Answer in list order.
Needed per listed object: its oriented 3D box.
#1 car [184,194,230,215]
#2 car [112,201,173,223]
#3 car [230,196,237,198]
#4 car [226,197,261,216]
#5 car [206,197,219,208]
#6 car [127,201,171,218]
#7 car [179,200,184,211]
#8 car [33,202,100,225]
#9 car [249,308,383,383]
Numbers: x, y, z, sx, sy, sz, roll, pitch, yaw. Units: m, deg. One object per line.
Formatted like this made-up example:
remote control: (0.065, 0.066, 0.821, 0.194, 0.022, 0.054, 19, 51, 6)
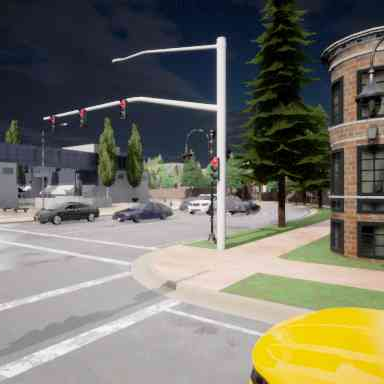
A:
car: (1.675, 1.228, 34.471, 2.150, 2.045, 5.566, 0, 0, 28)
car: (-3.698, 1.554, 25.970, 2.033, 1.411, 5.357, 0, 0, 35)
car: (5.285, 1.359, 43.741, 2.097, 1.767, 4.553, 0, 0, 14)
car: (5.375, 1.552, 33.411, 2.033, 1.411, 5.357, 0, 0, 27)
car: (3.123, 1.534, 50.177, 1.812, 1.442, 4.674, 0, 0, 7)
car: (-4.073, 1.571, 31.802, 1.994, 1.385, 4.181, 0, 0, 31)
car: (0.126, 1.360, 39.453, 2.097, 1.767, 4.553, 0, 0, 21)
car: (-9.081, 1.512, 24.426, 1.837, 1.490, 4.892, 0, 0, 35)
car: (2.769, 1.477, 1.993, 5.008, 1.535, 1.882, 0, 0, 36)
